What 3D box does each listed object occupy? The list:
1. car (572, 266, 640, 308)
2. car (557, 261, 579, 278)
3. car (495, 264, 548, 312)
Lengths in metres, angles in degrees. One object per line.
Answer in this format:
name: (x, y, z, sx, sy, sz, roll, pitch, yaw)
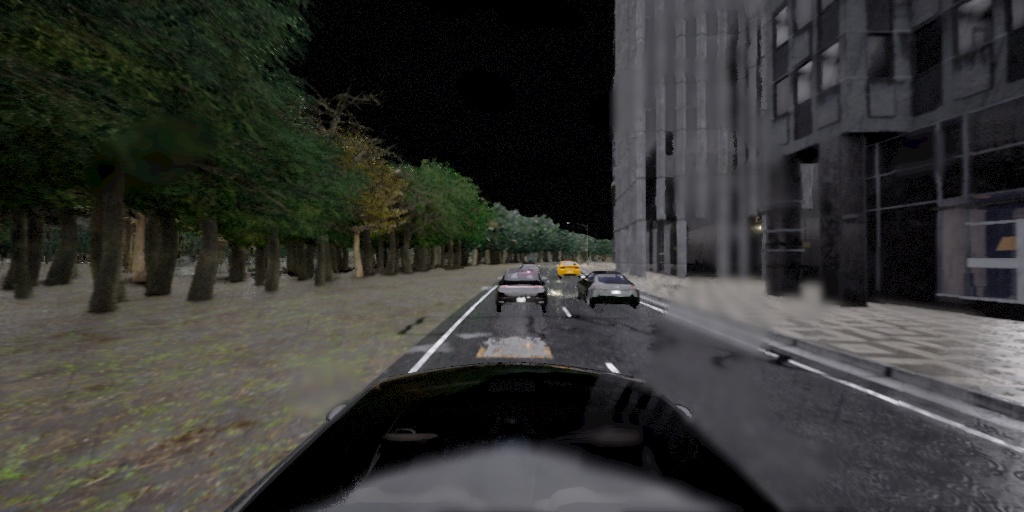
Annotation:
car: (3.959, 1.317, 15.348, 1.994, 1.385, 4.181, 0, 0, 2)
car: (5.199, 1.191, 33.223, 1.882, 1.535, 5.008, 0, 0, 5)
car: (0.404, 1.243, 14.319, 2.128, 1.511, 4.902, 0, 0, 2)
